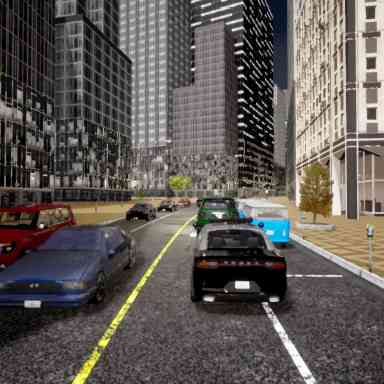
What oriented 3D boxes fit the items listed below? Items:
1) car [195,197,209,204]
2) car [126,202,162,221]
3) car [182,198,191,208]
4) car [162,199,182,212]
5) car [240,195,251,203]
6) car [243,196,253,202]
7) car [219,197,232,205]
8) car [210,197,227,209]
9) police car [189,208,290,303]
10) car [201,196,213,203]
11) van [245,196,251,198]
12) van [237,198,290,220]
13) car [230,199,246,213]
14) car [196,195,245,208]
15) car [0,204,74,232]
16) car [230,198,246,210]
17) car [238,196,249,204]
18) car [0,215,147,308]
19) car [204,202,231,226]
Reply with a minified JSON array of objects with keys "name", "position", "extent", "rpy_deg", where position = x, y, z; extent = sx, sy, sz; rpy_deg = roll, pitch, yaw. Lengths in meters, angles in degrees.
[{"name":"car","position":[2.054,1.621,66.266],"extent":[1.947,1.339,4.313],"rpy_deg":[1,0,12]},{"name":"car","position":[-4.021,1.586,27.176],"extent":[1.947,1.339,4.313],"rpy_deg":[1,0,5]},{"name":"car","position":[-1.136,1.619,49.735],"extent":[1.802,1.307,4.206],"rpy_deg":[1,0,9]},{"name":"car","position":[-2.781,1.594,38.509],"extent":[1.947,1.339,4.313],"rpy_deg":[1,0,7]},{"name":"car","position":[11.690,1.467,72.220],"extent":[1.967,1.590,4.097],"rpy_deg":[1,0,14]},{"name":"car","position":[13.099,1.576,77.684],"extent":[1.887,1.381,4.507],"rpy_deg":[1,0,15]},{"name":"car","position":[6.047,1.628,59.669],"extent":[1.895,1.301,4.718],"rpy_deg":[0,0,12]},{"name":"car","position":[3.668,1.495,45.924],"extent":[1.882,1.535,5.008],"rpy_deg":[0,0,10]},{"name":"police car","position":[0.962,1.428,8.425],"extent":[1.930,1.638,5.238],"rpy_deg":[0,0,2]},{"name":"car","position":[3.251,1.588,71.458],"extent":[1.752,1.417,4.829],"rpy_deg":[1,0,13]},{"name":"van","position":[3.491,1.346,20.568],"extent":[1.690,1.788,3.998],"rpy_deg":[1,0,4]},{"name":"van","position":[3.129,1.345,14.716],"extent":[1.690,1.788,3.998],"rpy_deg":[1,0,3]},{"name":"car","position":[5.283,1.533,38.349],"extent":[1.752,1.417,4.829],"rpy_deg":[1,0,8]},{"name":"car","position":[1.426,1.231,18.265],"extent":[2.150,2.045,5.566],"rpy_deg":[0,0,4]},{"name":"car","position":[-5.100,1.323,10.028],"extent":[2.192,1.841,5.009],"rpy_deg":[1,0,2]},{"name":"car","position":[6.071,1.575,43.971],"extent":[1.947,1.339,4.313],"rpy_deg":[1,0,9]},{"name":"car","position":[10.367,1.588,66.688],"extent":[1.947,1.339,4.313],"rpy_deg":[1,0,13]},{"name":"car","position":[-2.683,1.552,8.413],"extent":[2.033,1.411,5.357],"rpy_deg":[0,0,2]},{"name":"car","position":[1.858,1.534,24.175],"extent":[1.812,1.442,4.674],"rpy_deg":[0,0,5]}]
